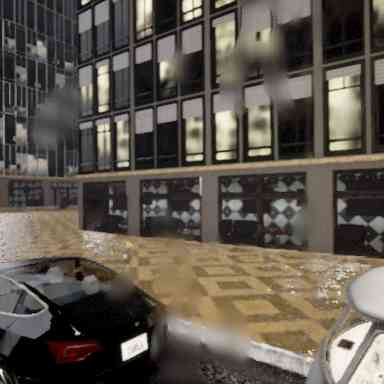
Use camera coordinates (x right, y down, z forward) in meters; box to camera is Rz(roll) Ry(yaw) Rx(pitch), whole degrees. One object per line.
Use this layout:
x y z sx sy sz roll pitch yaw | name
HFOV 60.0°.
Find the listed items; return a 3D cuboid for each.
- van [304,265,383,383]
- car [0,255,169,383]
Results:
2.408 1.351 1.192 3.998 1.788 1.690 0 -1 36 | van
-2.252 1.536 4.472 4.313 1.339 1.947 0 -1 36 | car
